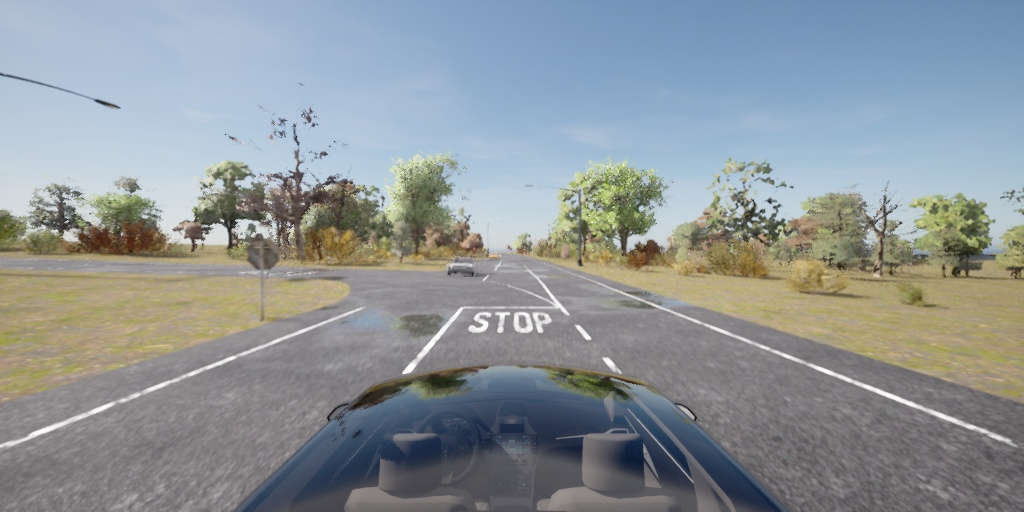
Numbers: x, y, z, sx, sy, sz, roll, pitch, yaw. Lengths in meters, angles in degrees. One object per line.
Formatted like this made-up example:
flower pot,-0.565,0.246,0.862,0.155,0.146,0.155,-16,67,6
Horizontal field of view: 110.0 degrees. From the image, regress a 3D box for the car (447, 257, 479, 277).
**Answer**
car,-3.490,0.748,26.103,1.895,1.301,4.718,1,1,0
